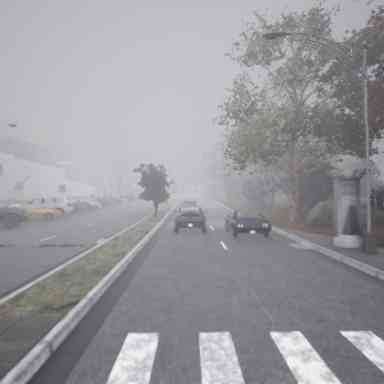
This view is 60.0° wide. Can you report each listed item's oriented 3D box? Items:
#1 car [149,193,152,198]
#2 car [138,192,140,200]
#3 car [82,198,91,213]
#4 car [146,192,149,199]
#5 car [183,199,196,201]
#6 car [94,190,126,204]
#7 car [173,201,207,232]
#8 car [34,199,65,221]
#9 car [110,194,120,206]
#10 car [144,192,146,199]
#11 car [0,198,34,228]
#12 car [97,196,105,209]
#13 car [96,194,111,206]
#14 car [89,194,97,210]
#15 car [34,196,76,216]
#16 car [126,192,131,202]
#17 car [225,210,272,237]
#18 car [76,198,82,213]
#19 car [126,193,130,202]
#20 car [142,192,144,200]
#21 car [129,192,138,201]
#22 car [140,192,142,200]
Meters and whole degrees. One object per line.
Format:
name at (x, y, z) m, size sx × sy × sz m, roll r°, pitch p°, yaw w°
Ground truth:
car at (-14.757, 0.987, 94.378) m, size 5.566 × 2.045 × 2.435 m, roll -1°, pitch 0°, yaw -20°
car at (-14.519, 1.190, 73.382) m, size 4.553 × 1.767 × 2.185 m, roll -1°, pitch 1°, yaw -21°
car at (-14.200, 1.687, 37.370) m, size 4.674 × 1.452 × 2.002 m, roll -1°, pitch 0°, yaw -21°
car at (-14.693, 1.016, 85.364) m, size 5.566 × 2.045 × 2.435 m, roll -1°, pitch 0°, yaw -21°
car at (-0.295, 1.522, 39.003) m, size 2.128 × 1.511 × 4.902 m, roll 0°, pitch 1°, yaw -1°
car at (-14.354, 1.209, 55.386) m, size 5.566 × 2.045 × 2.435 m, roll -1°, pitch 0°, yaw -21°
car at (-0.114, 1.595, 20.938) m, size 1.837 × 1.490 × 4.892 m, roll 0°, pitch 0°, yaw 0°
car at (-13.940, 1.682, 28.420) m, size 5.366 × 1.575 × 1.946 m, roll -1°, pitch 0°, yaw -21°
car at (-14.317, 1.521, 52.386) m, size 4.792 × 1.488 × 2.163 m, roll -1°, pitch 0°, yaw -21°
car at (-14.659, 1.307, 82.362) m, size 4.792 × 1.488 × 2.163 m, roll -1°, pitch 1°, yaw -21°
car at (-14.033, 1.445, 22.365) m, size 5.566 × 2.045 × 2.435 m, roll -1°, pitch 0°, yaw -21°
car at (-14.258, 1.631, 43.369) m, size 4.674 × 1.452 × 2.002 m, roll -1°, pitch 0°, yaw -21°
car at (-14.278, 1.560, 46.369) m, size 5.008 × 1.535 × 2.097 m, roll -1°, pitch 1°, yaw -21°
car at (-14.260, 1.494, 40.357) m, size 4.553 × 1.767 × 2.185 m, roll -1°, pitch 0°, yaw -21°
car at (-14.170, 1.429, 31.345) m, size 5.566 × 2.045 × 2.435 m, roll -1°, pitch 0°, yaw -21°
car at (-14.604, 1.405, 61.304) m, size 5.366 × 1.575 × 1.946 m, roll -1°, pitch 1°, yaw -21°
car at (2.924, 1.659, 18.365) m, size 1.895 × 1.301 × 4.718 m, roll 0°, pitch 0°, yaw -1°
car at (-14.194, 1.694, 34.345) m, size 4.792 × 1.488 × 2.163 m, roll -1°, pitch 1°, yaw -21°
car at (-14.229, 1.423, 58.442) m, size 5.366 × 1.575 × 1.946 m, roll -1°, pitch 0°, yaw -21°
car at (-14.613, 1.290, 79.378) m, size 4.892 × 1.521 × 2.231 m, roll -1°, pitch 0°, yaw -21°
car at (-14.519, 1.104, 67.354) m, size 5.566 × 2.045 × 2.435 m, roll -1°, pitch 1°, yaw -21°
car at (-14.611, 1.177, 76.367) m, size 4.553 × 1.767 × 2.185 m, roll -1°, pitch 0°, yaw -21°
